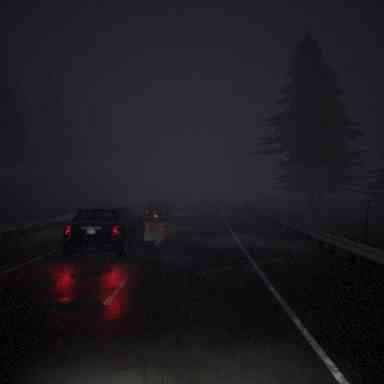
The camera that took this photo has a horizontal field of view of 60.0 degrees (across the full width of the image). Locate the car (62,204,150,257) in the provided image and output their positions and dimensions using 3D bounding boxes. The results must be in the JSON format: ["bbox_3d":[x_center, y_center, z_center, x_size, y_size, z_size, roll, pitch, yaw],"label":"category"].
[{"bbox_3d":[-3.177,1.292,12.868,2.097,1.767,4.553,0,0,2],"label":"car"}]

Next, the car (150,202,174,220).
[{"bbox_3d":[-2.566,1.478,26.872,1.895,1.301,4.718,0,0,4],"label":"car"}]
